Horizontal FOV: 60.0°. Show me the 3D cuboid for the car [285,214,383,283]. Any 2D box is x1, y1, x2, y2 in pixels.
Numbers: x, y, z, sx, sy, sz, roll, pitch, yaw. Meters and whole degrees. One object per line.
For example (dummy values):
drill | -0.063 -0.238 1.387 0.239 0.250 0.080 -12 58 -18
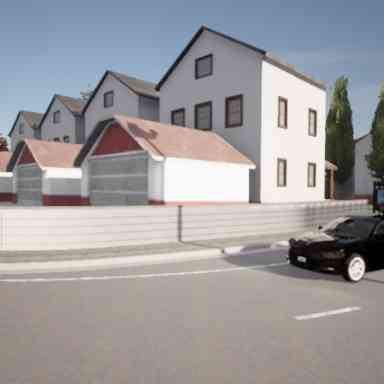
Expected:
car | 4.934 1.431 9.643 5.008 1.535 1.882 0 1 -30
